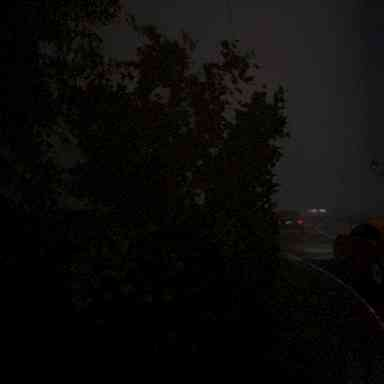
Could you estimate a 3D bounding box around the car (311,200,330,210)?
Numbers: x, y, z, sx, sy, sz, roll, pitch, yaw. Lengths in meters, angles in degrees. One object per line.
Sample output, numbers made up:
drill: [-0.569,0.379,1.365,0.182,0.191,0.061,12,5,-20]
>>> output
car: [18.916,1.833,48.843,1.994,1.385,4.181,-4,-2,34]

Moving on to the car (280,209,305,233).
car: [6.157,1.793,21.221,2.033,1.411,5.357,-3,-1,15]

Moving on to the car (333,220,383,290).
car: [5.429,1.480,9.087,1.882,1.535,5.008,-3,-1,8]
